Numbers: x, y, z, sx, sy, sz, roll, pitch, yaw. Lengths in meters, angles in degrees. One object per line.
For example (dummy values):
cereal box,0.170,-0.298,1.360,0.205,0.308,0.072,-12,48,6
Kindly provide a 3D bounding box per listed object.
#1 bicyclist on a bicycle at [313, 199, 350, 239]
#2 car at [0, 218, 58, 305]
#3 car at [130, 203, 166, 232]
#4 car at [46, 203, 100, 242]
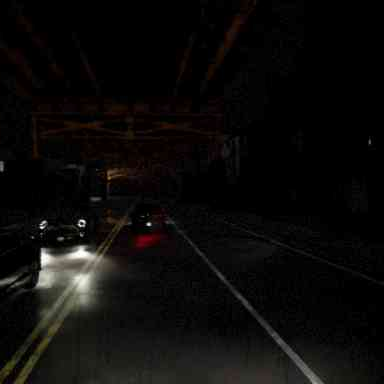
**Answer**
bicyclist on a bicycle,5.654,1.102,13.475,1.656,1.620,0.582,-1,0,-8
car,-4.406,1.543,6.372,2.128,1.511,4.902,-1,0,-8
car,-2.625,1.436,19.888,1.837,1.490,4.892,-1,0,-8
car,-5.821,1.373,16.165,2.097,1.767,4.553,-1,0,-8
